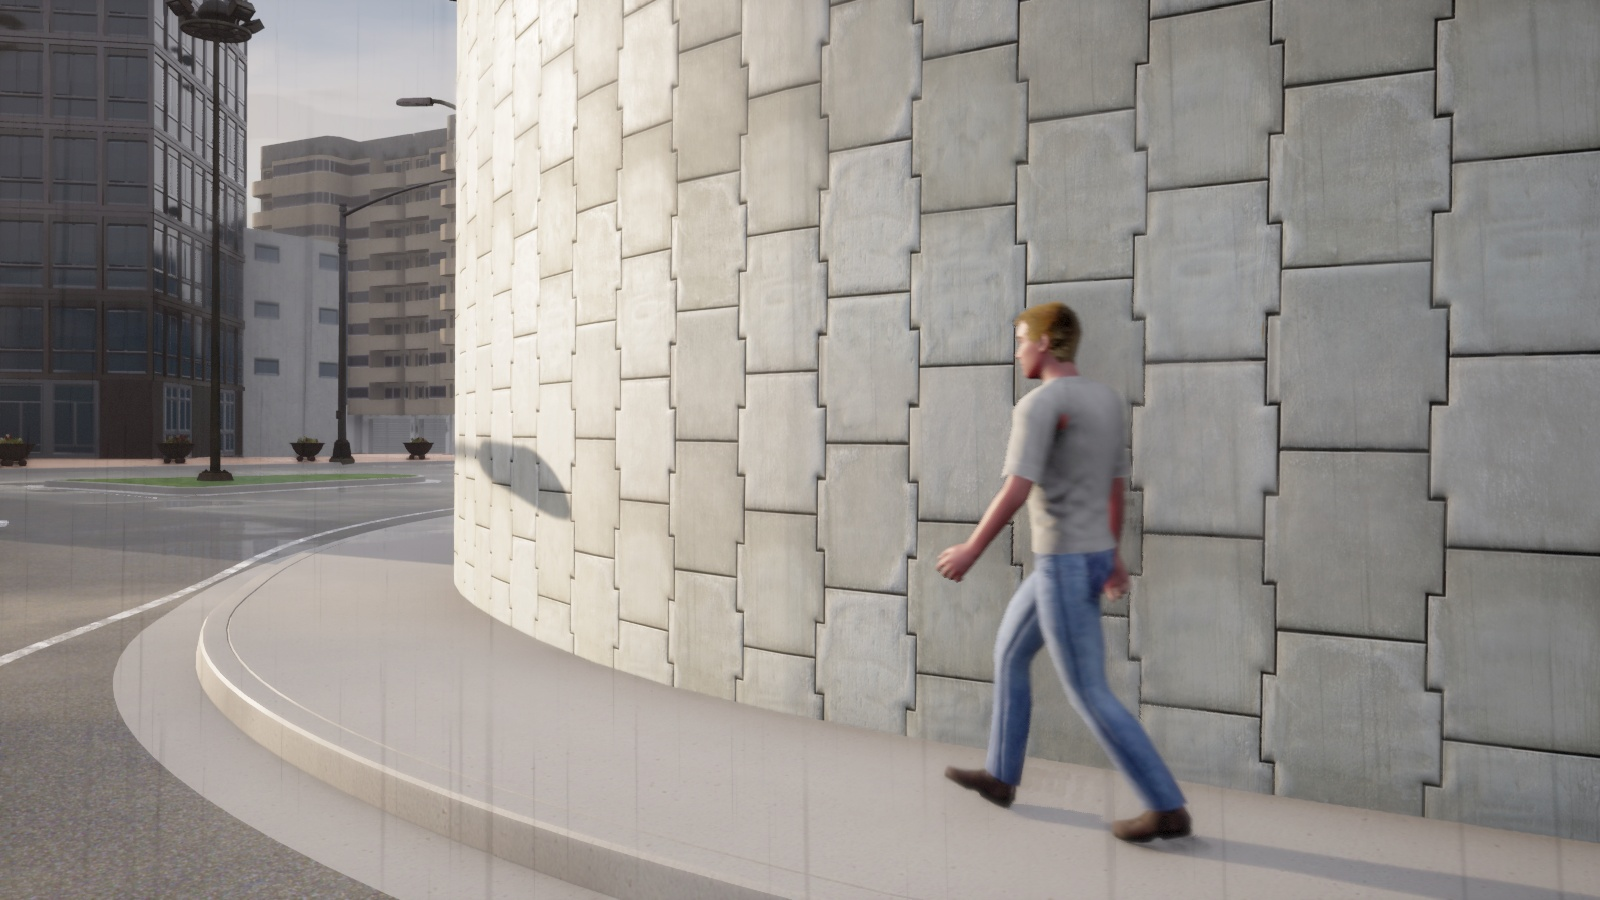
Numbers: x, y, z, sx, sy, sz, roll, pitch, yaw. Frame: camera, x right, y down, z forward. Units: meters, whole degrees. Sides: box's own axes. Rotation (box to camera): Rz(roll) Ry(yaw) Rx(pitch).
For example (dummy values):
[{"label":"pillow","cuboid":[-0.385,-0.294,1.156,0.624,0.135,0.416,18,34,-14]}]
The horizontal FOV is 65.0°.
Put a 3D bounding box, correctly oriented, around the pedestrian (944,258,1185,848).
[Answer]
[{"label":"pedestrian","cuboid":[0.892,0.320,4.250,0.706,1.836,0.354,0,1,35]}]
